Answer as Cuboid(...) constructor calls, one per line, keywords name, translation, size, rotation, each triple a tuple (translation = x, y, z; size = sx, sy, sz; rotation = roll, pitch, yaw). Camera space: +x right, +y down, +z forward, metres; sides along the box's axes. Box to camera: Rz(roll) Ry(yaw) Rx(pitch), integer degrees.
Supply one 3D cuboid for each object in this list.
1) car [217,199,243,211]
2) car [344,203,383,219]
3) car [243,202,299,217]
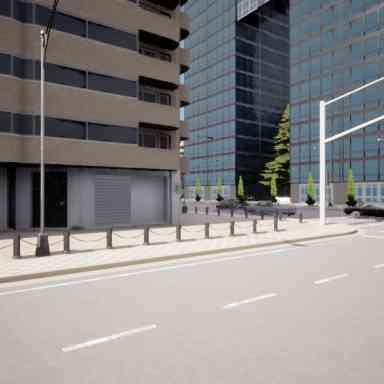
Cuboid(name="car", translation=(4.877, 1.509, 39.772), size=(1.994, 1.385, 4.181), rotation=(0, 0, -35))
Cuboid(name="car", translation=(14.805, 1.553, 26.434), size=(1.895, 1.301, 4.718), rotation=(0, 0, -40))
Cuboid(name="car", translation=(7.290, 1.545, 30.372), size=(1.895, 1.301, 4.718), rotation=(0, 0, -36))
